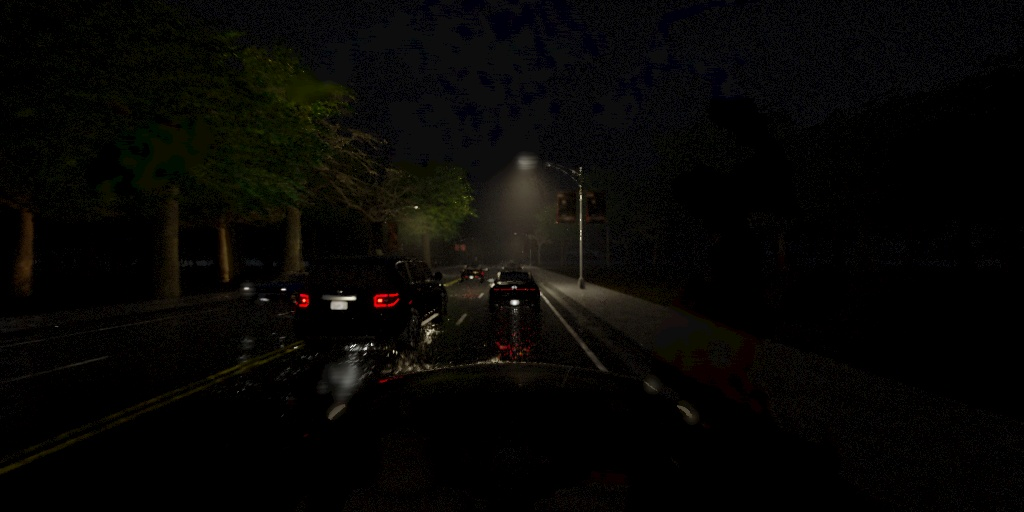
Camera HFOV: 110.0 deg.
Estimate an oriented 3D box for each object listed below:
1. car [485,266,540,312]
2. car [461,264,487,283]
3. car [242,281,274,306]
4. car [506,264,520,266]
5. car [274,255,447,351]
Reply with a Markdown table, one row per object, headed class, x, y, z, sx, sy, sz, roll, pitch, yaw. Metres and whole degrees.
| class | x | y | z | sx | sy | sz | roll | pitch | yaw |
| --- | --- | --- | --- | --- | --- | --- | --- | --- | --- |
| car | 0.092 | 1.326 | 14.507 | 1.837 | 1.490 | 4.892 | 0 | 0 | 0 |
| car | -3.170 | 1.437 | 30.402 | 1.837 | 1.490 | 4.892 | 0 | 0 | 0 |
| car | -9.843 | 1.433 | 16.466 | 1.895 | 1.301 | 4.718 | 0 | 0 | 0 |
| car | 0.077 | 1.470 | 34.629 | 1.837 | 1.490 | 4.892 | 0 | 0 | 0 |
| car | -3.155 | 1.011 | 9.220 | 2.150 | 2.045 | 5.566 | 0 | 0 | 0 |
